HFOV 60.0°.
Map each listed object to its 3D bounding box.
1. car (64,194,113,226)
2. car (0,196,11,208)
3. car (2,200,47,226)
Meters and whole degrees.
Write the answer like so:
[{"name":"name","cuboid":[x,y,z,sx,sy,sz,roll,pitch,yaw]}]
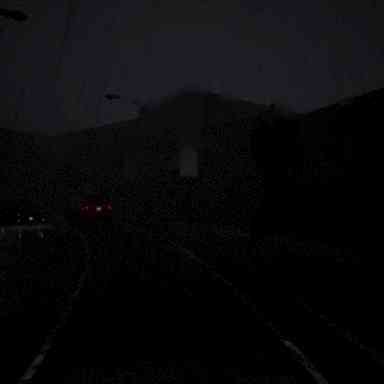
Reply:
[{"name":"car","cuboid":[-7.286,1.141,23.140,2.150,2.045,5.566,1,0,-32]},{"name":"car","cuboid":[-21.693,1.261,37.032,5.008,1.535,1.882,0,-1,32]},{"name":"car","cuboid":[-11.188,1.445,22.346,1.994,1.385,4.181,1,0,-36]}]
